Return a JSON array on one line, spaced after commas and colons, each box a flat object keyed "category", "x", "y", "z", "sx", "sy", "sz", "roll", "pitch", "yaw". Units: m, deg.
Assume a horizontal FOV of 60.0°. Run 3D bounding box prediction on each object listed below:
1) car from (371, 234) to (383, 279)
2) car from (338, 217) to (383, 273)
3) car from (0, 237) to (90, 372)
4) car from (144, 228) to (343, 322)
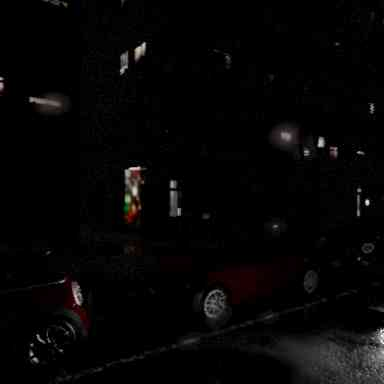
[{"category": "car", "x": 6.520, "y": 1.701, "z": 8.030, "sx": 4.718, "sy": 1.301, "sz": 1.895, "roll": 1, "pitch": 0, "yaw": -35}, {"category": "car", "x": 5.754, "y": 1.550, "z": 10.655, "sx": 4.097, "sy": 1.590, "sz": 1.967, "roll": 1, "pitch": 0, "yaw": -35}, {"category": "car", "x": -3.509, "y": 1.434, "z": 4.048, "sx": 4.097, "sy": 1.590, "sz": 1.967, "roll": 1, "pitch": 0, "yaw": -35}, {"category": "car", "x": 1.121, "y": 1.596, "z": 7.352, "sx": 4.507, "sy": 1.381, "sz": 1.887, "roll": 1, "pitch": 0, "yaw": -35}]
